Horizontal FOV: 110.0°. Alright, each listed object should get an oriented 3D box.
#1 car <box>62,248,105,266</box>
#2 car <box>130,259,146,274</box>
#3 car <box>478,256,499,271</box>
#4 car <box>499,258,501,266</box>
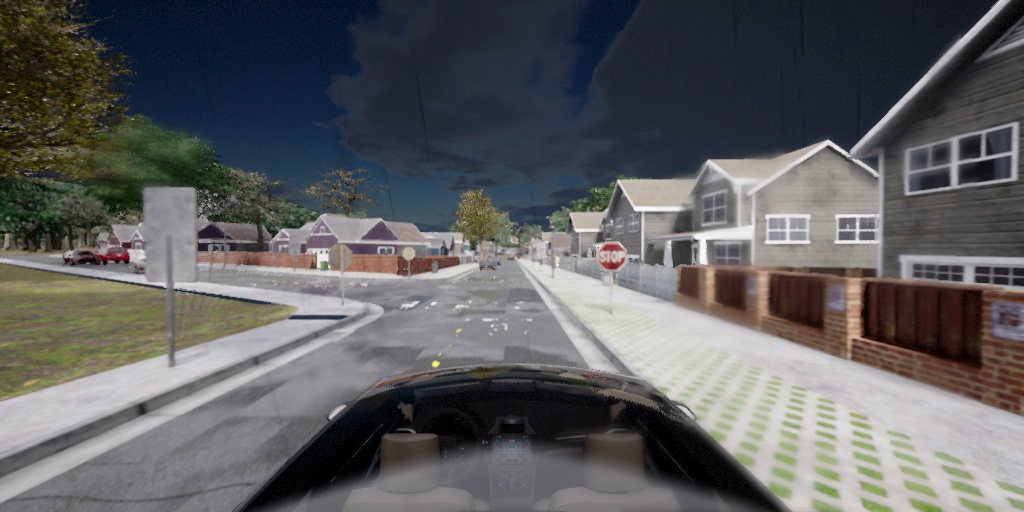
[{"bbox_3d":[-47.752,0.164,39.836,4.553,1.767,2.097,1,2,30],"label":"car"},{"bbox_3d":[-28.407,0.748,28.846,4.181,1.385,1.994,1,2,29],"label":"car"},{"bbox_3d":[-2.946,0.961,43.527,1.837,1.490,4.892,0,1,0],"label":"car"},{"bbox_3d":[-2.951,0.719,60.358,2.097,1.767,4.553,0,0,0],"label":"car"}]
